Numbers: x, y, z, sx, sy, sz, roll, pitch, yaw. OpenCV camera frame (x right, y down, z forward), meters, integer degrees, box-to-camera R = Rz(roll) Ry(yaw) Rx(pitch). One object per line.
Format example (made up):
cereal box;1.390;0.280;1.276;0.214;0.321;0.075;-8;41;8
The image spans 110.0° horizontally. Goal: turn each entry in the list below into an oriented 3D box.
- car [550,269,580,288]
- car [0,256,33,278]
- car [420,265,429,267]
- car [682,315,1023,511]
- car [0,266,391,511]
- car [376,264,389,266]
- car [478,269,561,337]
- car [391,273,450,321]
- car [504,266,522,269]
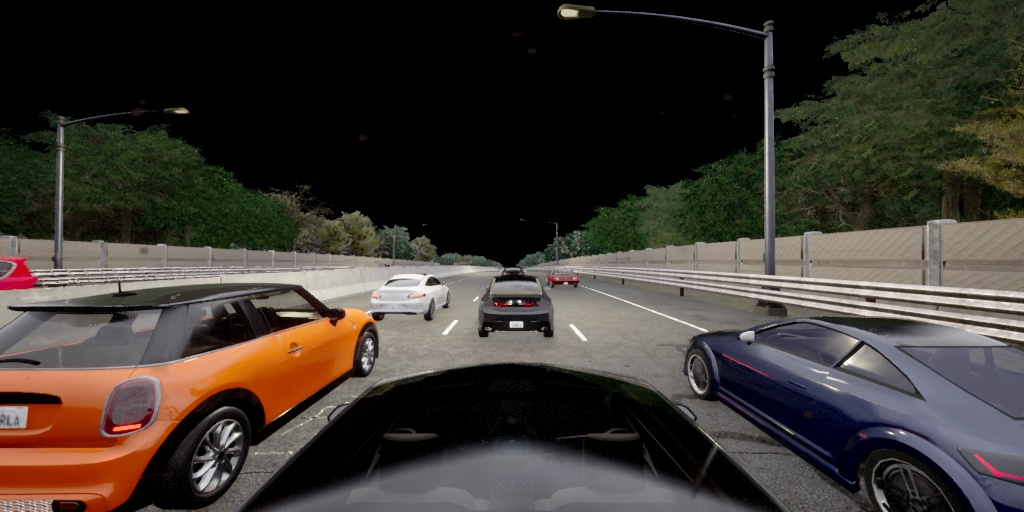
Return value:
car;3.591;1.593;26.271;1.895;1.301;4.718;0;-1;0
car;-14.102;0.987;7.600;2.150;2.045;5.566;0;0;0
car;-14.039;2.185;57.159;1.882;1.535;5.008;0;-2;0
car;3.600;1.316;3.801;1.994;1.385;4.181;0;0;0
car;-3.403;1.107;4.528;2.097;1.767;4.553;0;0;0
car;-21.035;2.072;57.703;2.097;1.767;4.553;0;-1;0
car;0.097;1.289;10.350;1.837;1.490;4.892;0;0;0
car;-3.403;1.327;12.585;1.812;1.442;4.674;0;-1;0
car;0.090;1.538;28.348;1.837;1.490;4.892;0;-1;0
